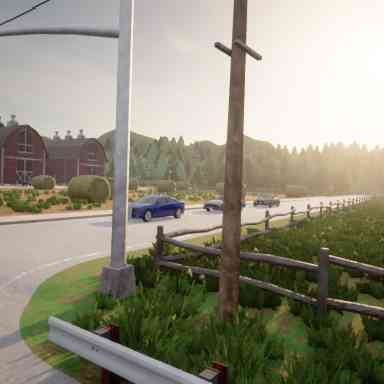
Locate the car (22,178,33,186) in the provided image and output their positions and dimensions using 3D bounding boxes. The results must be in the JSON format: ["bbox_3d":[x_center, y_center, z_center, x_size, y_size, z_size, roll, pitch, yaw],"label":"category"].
[{"bbox_3d":[-38.958,-2.351,79.380,1.905,1.878,3.866,8,2,-13],"label":"car"}]

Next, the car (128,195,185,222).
[{"bbox_3d":[-2.412,0.939,21.219,1.882,1.535,5.008,3,2,33],"label":"car"}]

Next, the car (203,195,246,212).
[{"bbox_3d":[3.027,0.992,29.481,2.033,1.411,5.357,3,2,33],"label":"car"}]

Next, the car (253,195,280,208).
[{"bbox_3d":[8.544,0.992,37.836,1.994,1.385,4.181,3,2,33],"label":"car"}]
